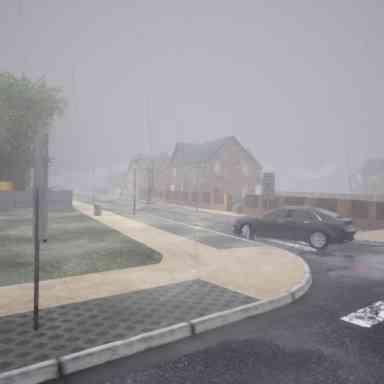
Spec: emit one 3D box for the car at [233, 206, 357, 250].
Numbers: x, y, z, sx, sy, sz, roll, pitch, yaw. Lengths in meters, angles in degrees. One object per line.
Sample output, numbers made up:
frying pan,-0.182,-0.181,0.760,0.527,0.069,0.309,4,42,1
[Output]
car,4.021,1.332,13.632,4.892,1.490,1.837,2,1,37
